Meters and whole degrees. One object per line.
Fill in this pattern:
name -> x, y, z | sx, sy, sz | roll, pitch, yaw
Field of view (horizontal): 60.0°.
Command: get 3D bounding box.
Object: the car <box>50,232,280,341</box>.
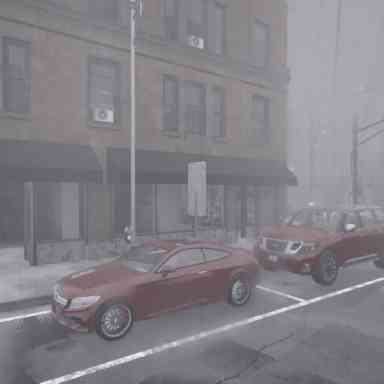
car -> -0.461, 1.582, 6.435 | 4.206, 1.307, 1.802 | 0, 0, -35

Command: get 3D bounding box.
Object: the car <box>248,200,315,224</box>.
car -> 6.844, 1.487, 25.904 | 1.882, 1.535, 5.008 | 0, 0, -35

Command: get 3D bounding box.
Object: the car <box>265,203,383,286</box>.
car -> 4.038, 1.315, 9.639 | 5.009, 1.841, 2.192 | 0, 0, -35
